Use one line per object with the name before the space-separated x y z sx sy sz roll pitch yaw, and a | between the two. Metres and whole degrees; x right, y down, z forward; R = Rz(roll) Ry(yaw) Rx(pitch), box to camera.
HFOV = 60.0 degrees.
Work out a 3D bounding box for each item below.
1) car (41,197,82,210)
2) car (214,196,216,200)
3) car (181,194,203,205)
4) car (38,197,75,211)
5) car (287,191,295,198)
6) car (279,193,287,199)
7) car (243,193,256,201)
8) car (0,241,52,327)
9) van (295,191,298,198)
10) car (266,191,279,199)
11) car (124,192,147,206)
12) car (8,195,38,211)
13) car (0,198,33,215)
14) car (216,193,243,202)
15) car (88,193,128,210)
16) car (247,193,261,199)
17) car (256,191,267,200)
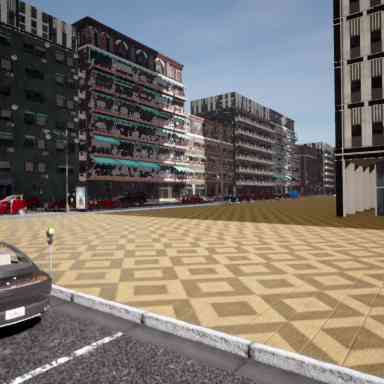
car | -16.354 1.415 41.826 1.887 1.381 4.507 -1 0 36
car | 6.409 1.028 73.111 1.967 1.590 4.097 -1 0 36
car | 0.176 1.062 50.302 1.967 1.590 4.097 -1 0 36
car | -15.083 1.368 39.183 1.812 1.442 4.674 -1 0 36
car | 22.942 0.932 81.589 1.802 1.307 4.206 -1 0 36
car | 19.690 0.938 77.119 2.008 1.369 4.403 -1 0 36
car | 9.933 1.048 63.711 1.887 1.381 4.507 -1 0 36
car | -4.372 1.553 6.184 4.403 1.369 2.008 0 -1 36
van | 26.192 0.654 86.059 1.690 1.788 3.998 -1 0 36
car | 16.435 0.740 72.650 2.192 1.841 5.009 -1 0 36
car | -8.937 0.985 47.628 2.150 2.045 5.566 -1 0 36
car | -19.609 1.228 37.356 2.192 1.841 5.009 -1 0 36
car | -16.084 1.413 27.954 1.802 1.307 4.206 -1 0 36
car | 6.681 1.093 59.241 2.008 1.369 4.403 -1 0 36
car | -9.580 1.186 36.894 1.967 1.590 4.097 -1 0 36
car | 16.167 1.040 86.520 1.947 1.339 4.313 -1 0 36
car | 13.186 1.046 68.180 1.802 1.307 4.206 -1 0 36
